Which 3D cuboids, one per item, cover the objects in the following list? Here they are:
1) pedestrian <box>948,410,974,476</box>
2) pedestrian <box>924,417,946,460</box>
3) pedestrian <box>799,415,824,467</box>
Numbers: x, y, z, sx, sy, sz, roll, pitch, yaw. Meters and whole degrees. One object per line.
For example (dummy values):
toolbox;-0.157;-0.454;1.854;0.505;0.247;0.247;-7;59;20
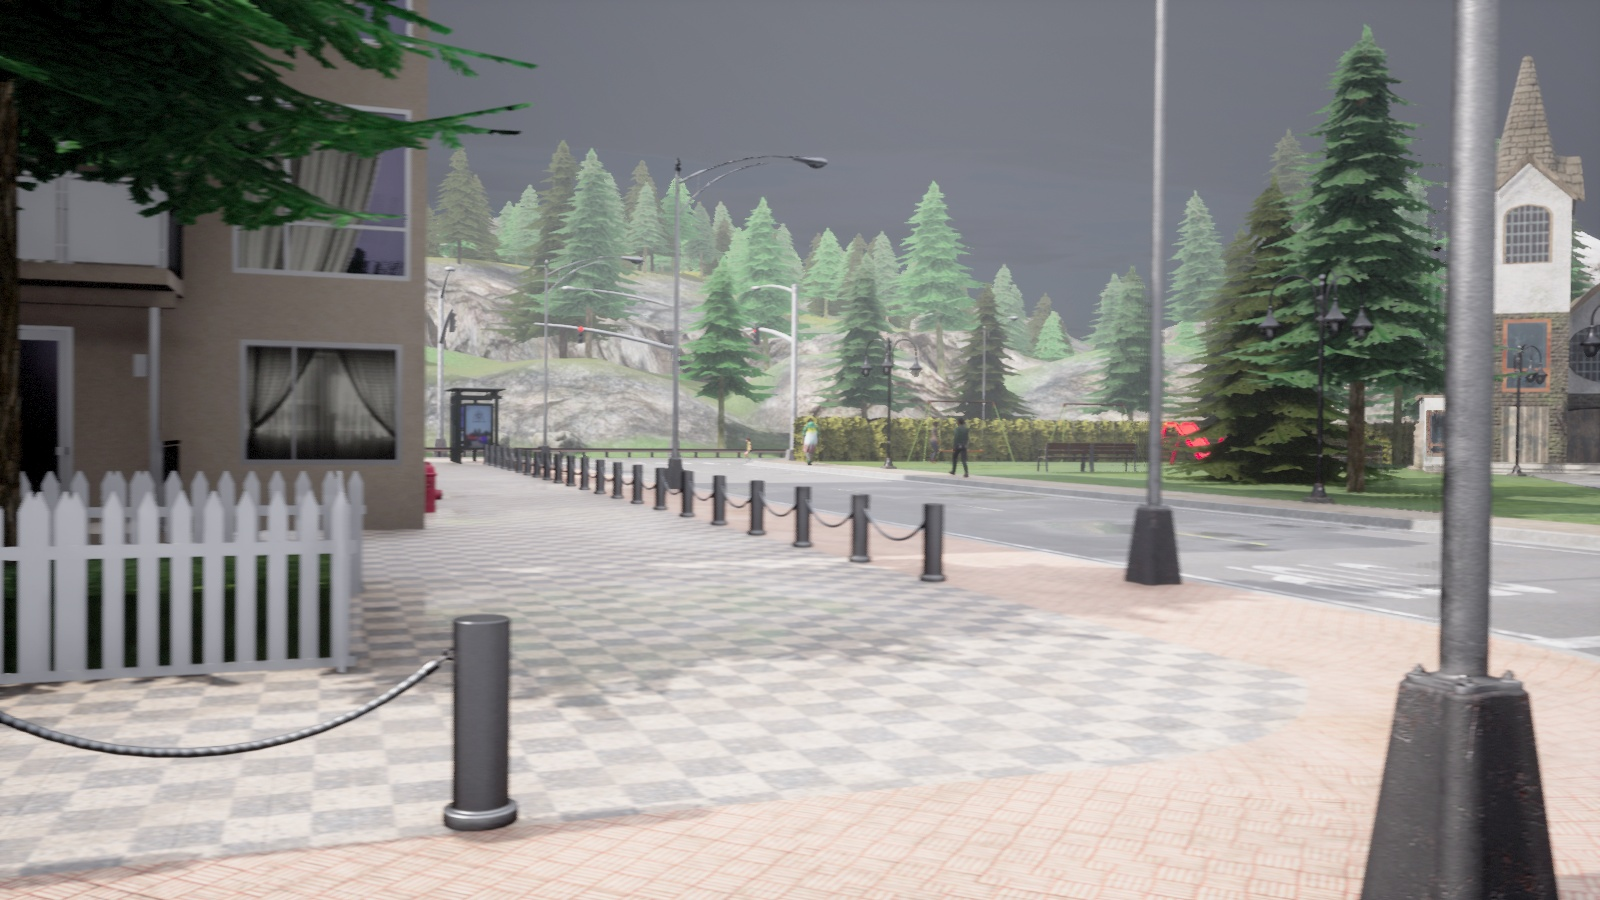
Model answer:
pedestrian;4.794;-0.218;37.451;0.423;1.949;0.788;-1;1;-21
pedestrian;5.703;-0.482;53.080;0.869;1.805;0.328;0;1;11
pedestrian;0.424;-0.348;48.326;0.659;1.952;0.873;-1;1;-22
